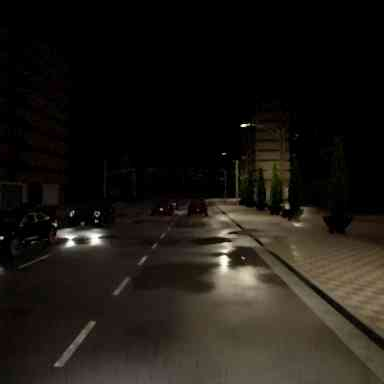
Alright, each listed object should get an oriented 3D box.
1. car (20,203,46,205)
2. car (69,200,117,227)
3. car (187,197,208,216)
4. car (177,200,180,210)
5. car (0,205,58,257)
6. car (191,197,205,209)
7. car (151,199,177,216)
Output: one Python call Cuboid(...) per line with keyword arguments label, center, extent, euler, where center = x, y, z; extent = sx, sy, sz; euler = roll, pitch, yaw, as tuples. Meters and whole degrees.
Cuboid(label="car", center=(-10.229, 1.497, 20.917), extent=(2.128, 1.511, 4.902), euler=(0, 0, 2))
Cuboid(label="car", center=(-6.683, 1.360, 22.750), extent=(2.097, 1.767, 4.553), euler=(0, 0, 2))
Cuboid(label="car", center=(0.563, 1.495, 32.667), extent=(1.882, 1.535, 5.008), euler=(0, 0, 1))
Cuboid(label="car", center=(-2.699, 1.569, 44.226), extent=(2.033, 1.411, 5.357), euler=(0, 0, 2))
Cuboid(label="car", center=(-6.918, 1.494, 12.943), extent=(2.128, 1.511, 4.902), euler=(0, 0, 1))
Cuboid(label="car", center=(0.866, 1.502, 46.578), extent=(1.882, 1.535, 5.008), euler=(0, 0, 2))
Cuboid(label="car", center=(-2.835, 1.579, 32.983), extent=(1.994, 1.385, 4.181), euler=(0, 0, 1))
